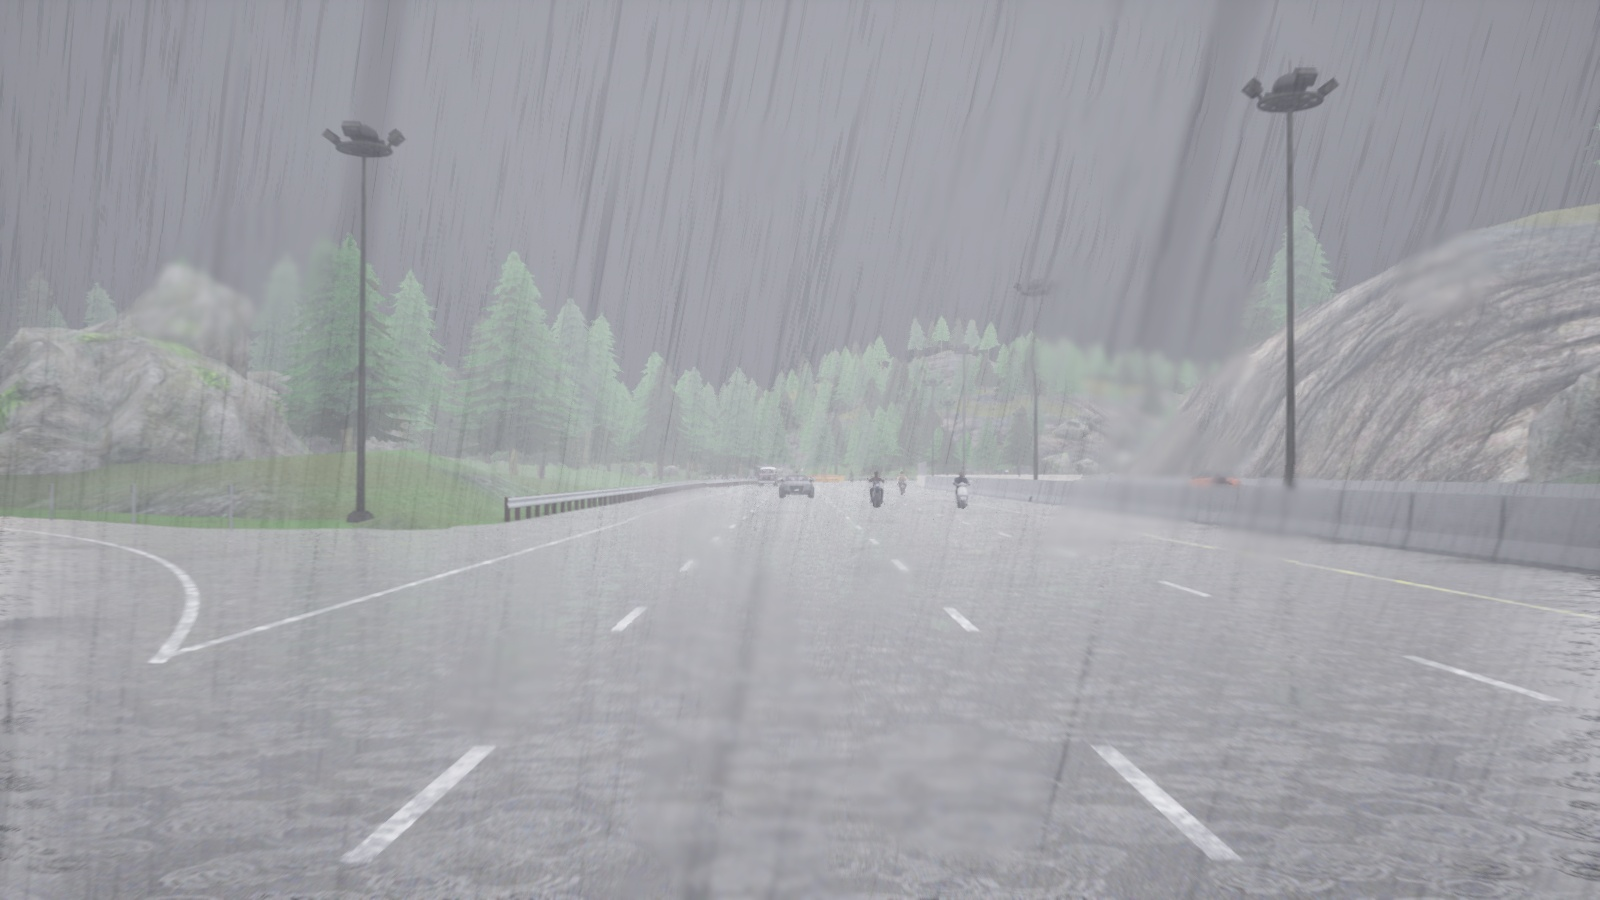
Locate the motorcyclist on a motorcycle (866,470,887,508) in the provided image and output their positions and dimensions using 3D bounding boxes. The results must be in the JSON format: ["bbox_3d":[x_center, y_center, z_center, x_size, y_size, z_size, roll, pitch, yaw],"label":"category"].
[{"bbox_3d":[3.364,1.703,55.334,0.766,1.649,2.350,0,-1,0],"label":"motorcyclist on a motorcycle"}]

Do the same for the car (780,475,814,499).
[{"bbox_3d":[-0.184,2.172,75.151,1.994,1.385,4.181,0,-1,0],"label":"car"}]

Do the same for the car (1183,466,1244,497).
[{"bbox_3d":[24.318,1.849,74.047,2.097,1.767,4.553,0,-1,0],"label":"car"}]

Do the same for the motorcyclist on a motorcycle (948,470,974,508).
[{"bbox_3d":[6.869,1.663,53.623,0.866,1.590,1.817,0,-1,0],"label":"motorcyclist on a motorcycle"}]
